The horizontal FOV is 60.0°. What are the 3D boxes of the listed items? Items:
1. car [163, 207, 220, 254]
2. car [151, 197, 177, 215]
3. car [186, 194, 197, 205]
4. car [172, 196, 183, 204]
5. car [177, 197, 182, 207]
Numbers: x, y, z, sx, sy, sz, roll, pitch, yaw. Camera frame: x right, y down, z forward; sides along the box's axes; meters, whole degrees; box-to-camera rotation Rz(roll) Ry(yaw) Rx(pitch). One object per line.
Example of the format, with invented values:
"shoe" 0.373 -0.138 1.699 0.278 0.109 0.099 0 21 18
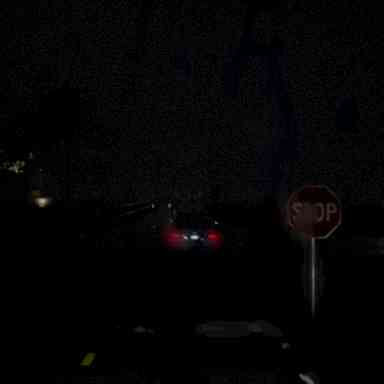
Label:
"car" 0.083 1.545 13.344 2.033 1.411 5.357 1 0 0
"car" -2.899 1.323 33.391 2.097 1.767 4.553 0 0 0
"car" -0.094 1.522 61.415 1.837 1.490 4.892 0 0 0
"car" -2.851 1.607 66.190 2.033 1.411 5.357 0 0 0
"car" -2.911 1.478 48.681 2.128 1.511 4.902 0 0 0
